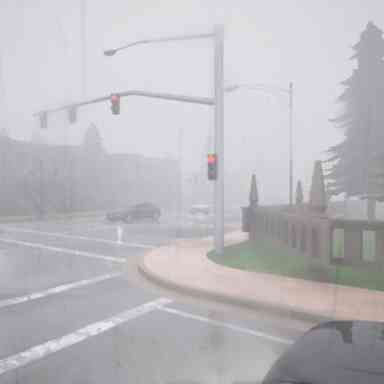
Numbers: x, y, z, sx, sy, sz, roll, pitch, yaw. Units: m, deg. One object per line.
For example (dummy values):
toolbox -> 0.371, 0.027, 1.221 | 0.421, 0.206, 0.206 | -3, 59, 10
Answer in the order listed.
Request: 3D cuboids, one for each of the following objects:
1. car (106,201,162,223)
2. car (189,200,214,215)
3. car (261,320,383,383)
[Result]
car -> -4.371, 1.504, 25.490 | 1.837, 1.490, 4.892 | 0, 0, 35
car -> 1.616, 1.525, 33.854 | 1.812, 1.442, 4.674 | 0, 0, 36
car -> 3.043, 1.547, 1.748 | 5.357, 1.411, 2.033 | 0, 0, 38
